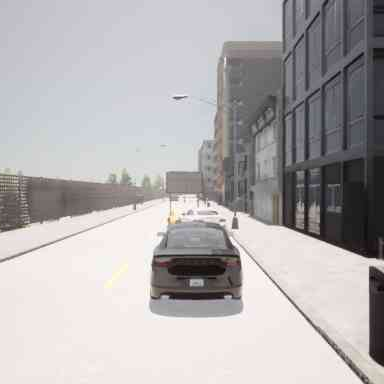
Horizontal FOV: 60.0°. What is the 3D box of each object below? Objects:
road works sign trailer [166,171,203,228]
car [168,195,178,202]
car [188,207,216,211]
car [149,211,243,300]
[{"bbox_3d":[-0.516,0.464,21.274,2.380,3.560,2.880,0,0,-16],"label":"road works sign trailer"},{"bbox_3d":[-4.115,1.503,74.376,1.837,1.490,4.892,0,0,0],"label":"car"},{"bbox_3d":[0.513,1.539,17.796,1.812,1.442,4.674,0,-1,-10],"label":"car"},{"bbox_3d":[0.086,1.478,8.448,1.882,1.535,5.008,0,0,0],"label":"car"}]
